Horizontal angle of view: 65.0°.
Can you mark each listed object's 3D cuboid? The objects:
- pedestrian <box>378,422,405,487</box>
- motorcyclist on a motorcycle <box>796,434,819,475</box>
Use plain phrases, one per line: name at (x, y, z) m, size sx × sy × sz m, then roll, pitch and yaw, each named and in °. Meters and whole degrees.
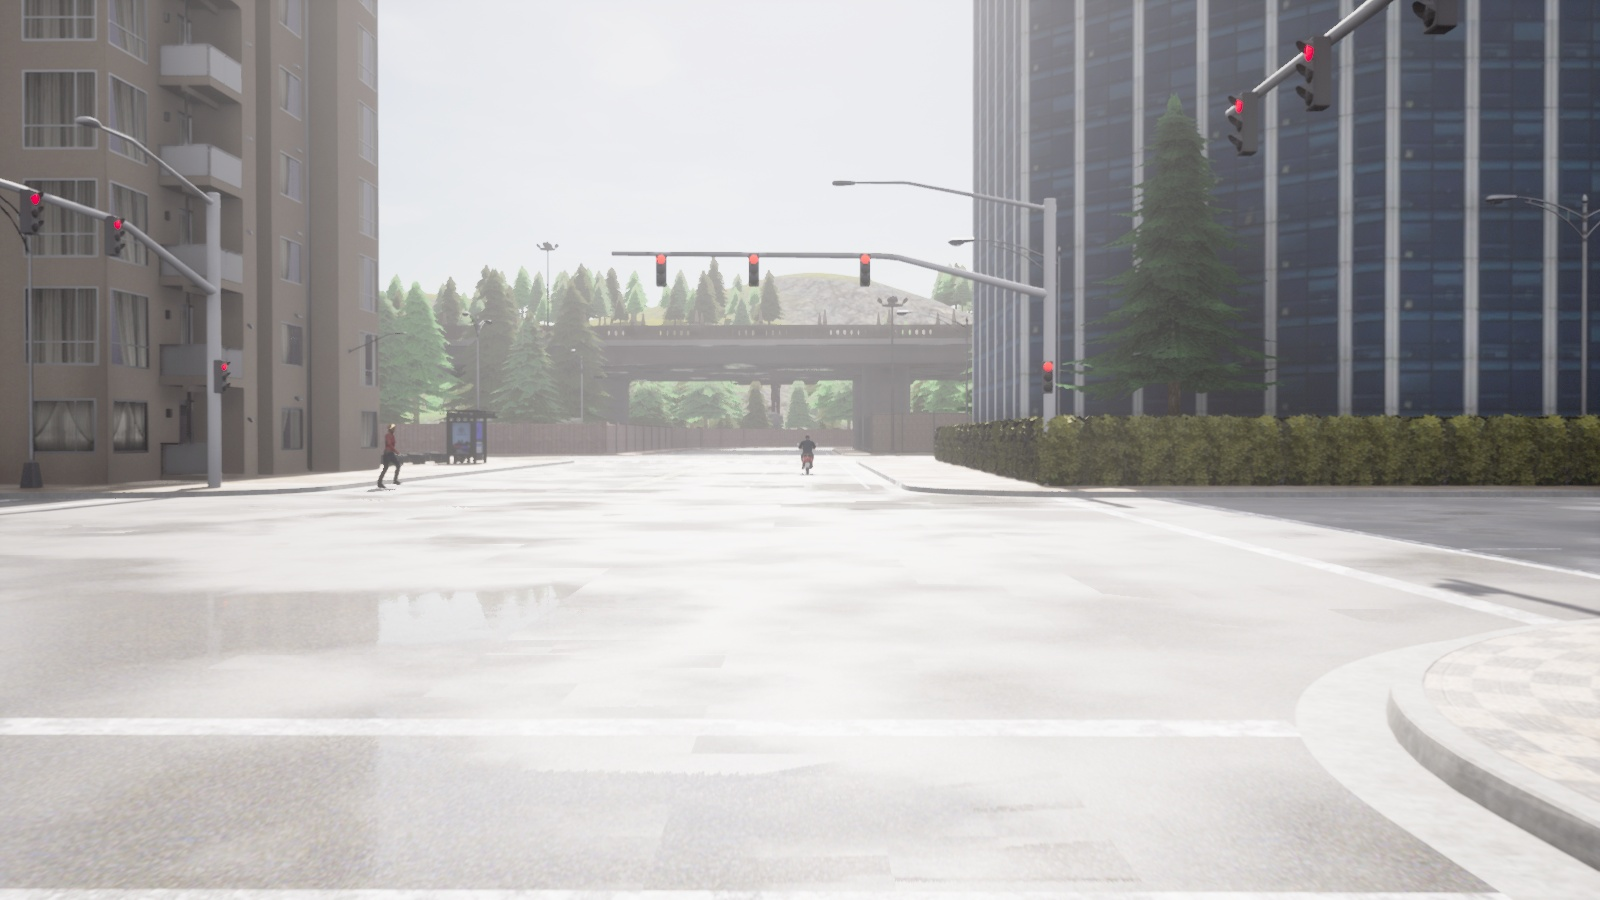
pedestrian at (-11.531, 0.121, 35.481) m, size 0.636 × 1.846 × 0.331 m, roll 0°, pitch 1°, yaw 7°
motorcyclist on a motorcycle at (0.297, 0.158, 49.994) m, size 0.866 × 1.590 × 1.817 m, roll 0°, pitch 1°, yaw 0°
